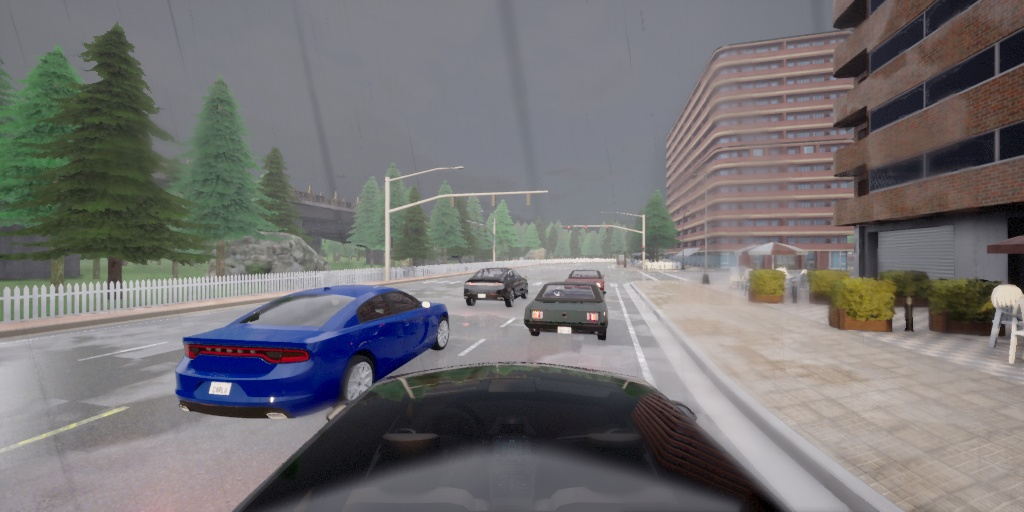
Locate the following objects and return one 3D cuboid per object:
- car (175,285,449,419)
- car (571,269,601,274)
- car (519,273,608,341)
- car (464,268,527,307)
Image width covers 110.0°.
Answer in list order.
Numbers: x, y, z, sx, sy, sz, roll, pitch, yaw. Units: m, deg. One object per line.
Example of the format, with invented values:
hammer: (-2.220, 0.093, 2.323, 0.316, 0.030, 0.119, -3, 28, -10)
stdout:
car: (-2.630, 1.228, 6.177, 1.882, 1.535, 5.008, 0, 0, 10)
car: (3.928, 1.351, 18.949, 1.895, 1.301, 4.718, 0, 0, 14)
car: (1.685, 1.351, 10.070, 1.895, 1.301, 4.718, 0, 0, 14)
car: (-0.534, 1.242, 15.437, 2.128, 1.511, 4.902, 0, 0, 14)
